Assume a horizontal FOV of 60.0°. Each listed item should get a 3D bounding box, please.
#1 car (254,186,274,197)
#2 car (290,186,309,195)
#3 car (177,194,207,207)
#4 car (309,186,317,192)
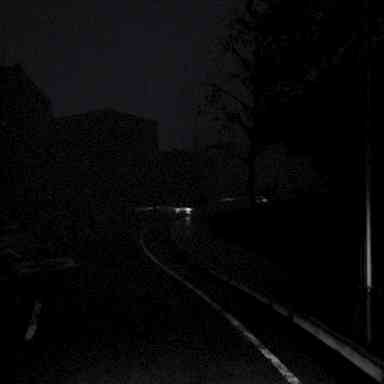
[{"bbox_3d":[13.126,-0.072,60.266,2.150,2.045,5.566,0,2,34],"label":"car"},{"bbox_3d":[21.278,-0.308,66.690,2.097,1.767,4.553,0,2,34],"label":"car"},{"bbox_3d":[0.060,1.014,40.599,1.837,1.490,4.892,0,3,33],"label":"car"},{"bbox_3d":[26.821,-0.622,75.052,2.033,1.411,5.357,0,1,34],"label":"car"}]
